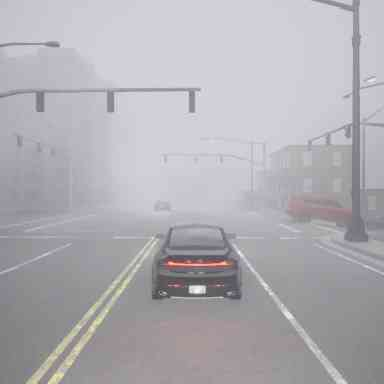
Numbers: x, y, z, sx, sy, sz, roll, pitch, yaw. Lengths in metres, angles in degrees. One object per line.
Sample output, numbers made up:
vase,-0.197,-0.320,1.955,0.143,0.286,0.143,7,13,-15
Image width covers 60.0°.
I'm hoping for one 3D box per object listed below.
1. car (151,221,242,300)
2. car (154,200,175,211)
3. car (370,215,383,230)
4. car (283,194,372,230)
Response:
car,0.096,1.505,8.393,1.837,1.490,4.892,0,0,0
car,-3.596,1.687,41.219,2.128,1.511,4.902,0,-5,0
car,16.056,2.655,28.274,4.181,1.385,1.994,8,0,0
car,9.619,1.392,24.506,5.566,2.045,2.150,7,1,3
